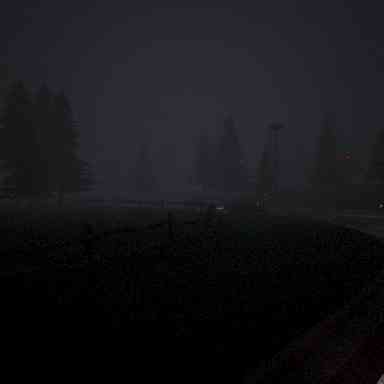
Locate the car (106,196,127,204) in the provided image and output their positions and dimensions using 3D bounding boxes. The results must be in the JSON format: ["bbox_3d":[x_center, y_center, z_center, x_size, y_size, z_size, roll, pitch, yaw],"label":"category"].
[{"bbox_3d":[-14.254,1.490,62.091,4.902,1.511,2.128,0,0,41],"label":"car"}]

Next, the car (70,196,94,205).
[{"bbox_3d":[-19.393,1.526,57.281,4.674,1.442,1.812,0,0,41],"label":"car"}]

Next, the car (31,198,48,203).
[{"bbox_3d":[-31.224,1.596,67.415,4.718,1.301,1.895,0,0,41],"label":"car"}]

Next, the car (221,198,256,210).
[{"bbox_3d":[6.203,1.564,44.359,4.181,1.385,1.994,0,0,41],"label":"car"}]

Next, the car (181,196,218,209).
[{"bbox_3d":[0.718,1.352,44.482,4.553,1.767,2.097,0,0,41],"label":"car"}]

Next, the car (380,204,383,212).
[{"bbox_3d":[19.229,1.505,28.438,4.892,1.490,1.837,0,0,41],"label":"car"}]

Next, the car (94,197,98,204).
[{"bbox_3d":[-19.513,1.478,62.017,5.008,1.535,1.882,0,0,41],"label":"car"}]

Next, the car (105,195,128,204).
[{"bbox_3d":[-15.334,1.477,67.658,5.008,1.535,1.882,1,0,41],"label":"car"}]

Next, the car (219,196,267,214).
[{"bbox_3d":[5.641,1.351,35.583,4.553,1.767,2.097,0,0,41],"label":"car"}]
